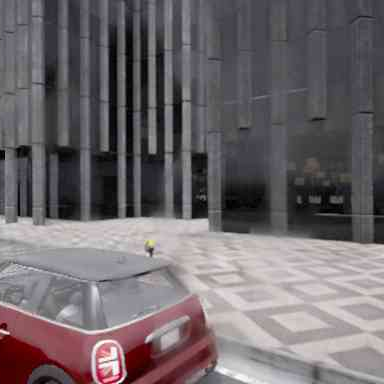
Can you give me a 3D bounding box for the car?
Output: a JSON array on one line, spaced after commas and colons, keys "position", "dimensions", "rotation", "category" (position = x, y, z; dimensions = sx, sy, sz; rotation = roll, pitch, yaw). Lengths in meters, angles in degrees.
[{"position": [-1.793, 1.460, 4.358], "dimensions": [4.097, 1.590, 1.967], "rotation": [0, 0, 35], "category": "car"}]
